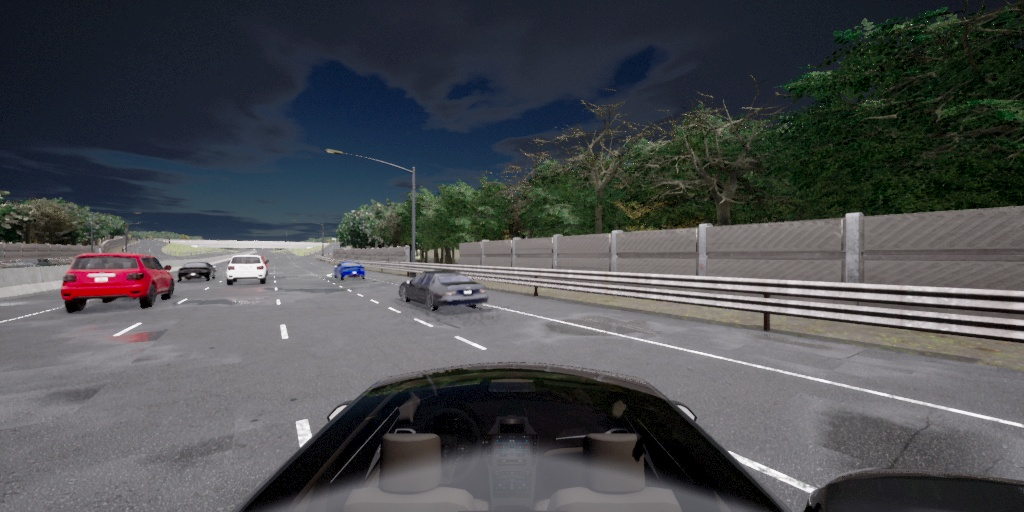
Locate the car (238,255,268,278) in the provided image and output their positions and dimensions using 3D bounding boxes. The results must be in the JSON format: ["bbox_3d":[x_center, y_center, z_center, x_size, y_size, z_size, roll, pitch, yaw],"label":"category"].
[{"bbox_3d":[-25.264,0.946,35.137,2.150,2.045,5.566,0,0,-34],"label":"car"}]

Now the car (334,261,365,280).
[{"bbox_3d":[-14.190,1.213,31.172,1.882,1.535,5.008,0,0,-34],"label":"car"}]

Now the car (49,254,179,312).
[{"bbox_3d":[-15.697,0.958,14.598,2.150,2.045,5.566,0,-1,-34],"label":"car"}]

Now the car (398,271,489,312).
[{"bbox_3d":[-2.936,1.296,14.458,2.033,1.411,5.357,0,0,-34],"label":"car"}]

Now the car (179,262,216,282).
[{"bbox_3d":[-25.425,1.207,29.075,1.882,1.535,5.008,0,0,-34],"label":"car"}]

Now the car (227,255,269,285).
[{"bbox_3d":[-19.272,0.957,26.181,2.150,2.045,5.566,0,0,-34],"label":"car"}]

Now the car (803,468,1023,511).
[{"bbox_3d":[2.986,1.315,0.431,4.181,1.385,1.994,0,0,34],"label":"car"}]
